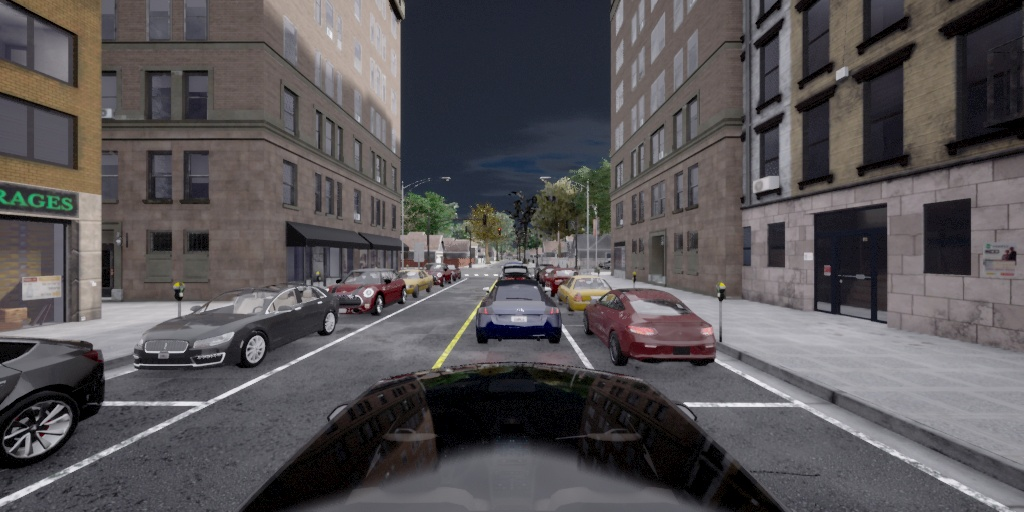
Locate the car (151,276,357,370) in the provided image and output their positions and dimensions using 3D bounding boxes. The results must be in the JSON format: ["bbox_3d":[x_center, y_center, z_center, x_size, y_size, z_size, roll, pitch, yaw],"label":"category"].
[{"bbox_3d":[-5.364,1.301,7.715,2.007,1.370,4.403,0,0,0],"label":"car"}]

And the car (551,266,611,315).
[{"bbox_3d":[2.691,1.278,13.364,1.751,1.417,4.829,0,0,0],"label":"car"}]

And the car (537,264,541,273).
[{"bbox_3d":[2.749,1.341,24.230,1.802,1.307,4.207,0,0,0],"label":"car"}]

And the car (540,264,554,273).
[{"bbox_3d":[2.720,1.300,18.712,1.888,1.381,4.507,0,0,0],"label":"car"}]

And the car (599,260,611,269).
[{"bbox_3d":[14.987,1.170,49.404,4.902,1.511,2.128,0,0,0],"label":"car"}]

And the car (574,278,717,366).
[{"bbox_3d":[2.661,1.332,7.676,1.802,1.307,4.207,0,0,0],"label":"car"}]

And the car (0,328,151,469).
[{"bbox_3d":[-5.393,1.316,2.197,1.948,1.339,4.313,0,0,0],"label":"car"}]

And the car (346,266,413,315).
[{"bbox_3d":[-5.334,1.192,13.233,1.967,1.591,4.097,0,0,0],"label":"car"}]

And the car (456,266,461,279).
[{"bbox_3d":[-5.247,1.344,29.790,1.802,1.307,4.207,0,0,0],"label":"car"}]

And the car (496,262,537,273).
[{"bbox_3d":[0.186,1.261,19.636,1.837,1.490,4.892,0,0,0],"label":"car"}]

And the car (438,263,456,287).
[{"bbox_3d":[-5.276,1.199,24.271,1.967,1.591,4.097,0,0,0],"label":"car"}]

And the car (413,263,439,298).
[{"bbox_3d":[-5.306,1.281,18.582,1.751,1.417,4.829,0,0,0],"label":"car"}]

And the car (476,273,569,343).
[{"bbox_3d":[0.140,1.315,9.651,1.994,1.385,4.181,0,0,0],"label":"car"}]
